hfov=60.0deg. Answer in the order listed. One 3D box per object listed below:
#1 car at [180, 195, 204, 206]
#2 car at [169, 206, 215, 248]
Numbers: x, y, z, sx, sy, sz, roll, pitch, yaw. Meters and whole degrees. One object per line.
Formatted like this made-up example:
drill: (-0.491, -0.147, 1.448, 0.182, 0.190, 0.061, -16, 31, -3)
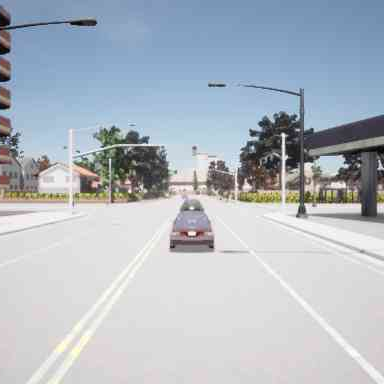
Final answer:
car: (0.000, 1.364, 29.620, 2.097, 1.767, 4.553, 0, 0, 0)
car: (0.000, 1.561, 14.650, 2.033, 1.411, 5.357, 0, 0, 0)
